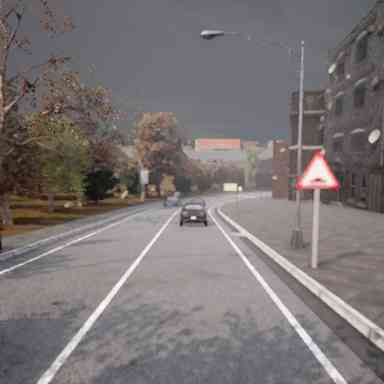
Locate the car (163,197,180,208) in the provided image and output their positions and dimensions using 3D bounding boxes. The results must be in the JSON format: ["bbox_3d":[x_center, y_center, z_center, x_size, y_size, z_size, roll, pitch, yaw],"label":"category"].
[{"bbox_3d":[-2.575,1.364,44.713,1.812,1.442,4.674,1,1,7],"label":"car"}]

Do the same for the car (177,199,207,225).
[{"bbox_3d":[0.103,1.477,23.477,1.812,1.442,4.674,0,0,0],"label":"car"}]
